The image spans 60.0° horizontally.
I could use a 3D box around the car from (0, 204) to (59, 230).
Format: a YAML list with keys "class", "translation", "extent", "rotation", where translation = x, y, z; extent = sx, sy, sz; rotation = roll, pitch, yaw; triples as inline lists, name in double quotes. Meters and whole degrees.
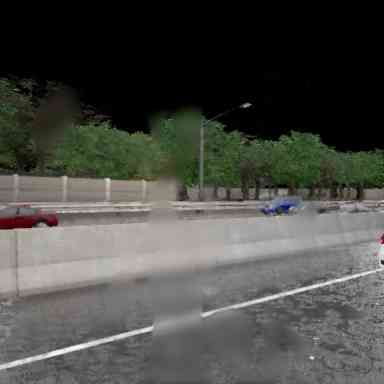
- class: "car"
  translation: [-10.016, 1.497, 18.336]
  extent: [5.008, 1.535, 1.882]
  rotation: [1, 0, -36]

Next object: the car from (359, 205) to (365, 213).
- class: "car"
  translation: [17.223, 1.878, 29.049]
  extent: [5.357, 1.411, 2.033]
  rotation: [1, 0, -35]

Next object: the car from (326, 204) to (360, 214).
- class: "car"
  translation: [15.316, 1.857, 31.982]
  extent: [4.674, 1.442, 1.812]
  rotation: [1, 0, -35]

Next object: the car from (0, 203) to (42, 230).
- class: "car"
  translation: [-12.279, 1.506, 20.750]
  extent: [4.902, 1.511, 2.128]
  rotation: [1, 0, -37]

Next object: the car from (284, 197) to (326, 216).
- class: "car"
  translation: [11.956, 1.664, 33.896]
  extent: [4.553, 1.767, 2.097]
  rotation: [1, 0, -35]

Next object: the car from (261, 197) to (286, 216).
- class: "car"
  translation: [10.187, 1.536, 36.931]
  extent: [5.566, 2.045, 2.150]
  rotation: [1, 0, -35]

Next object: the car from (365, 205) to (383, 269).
- class: "car"
  translation: [7.188, 1.333, 8.857]
  extent: [5.566, 2.045, 2.150]
  rotation: [1, 0, -35]
